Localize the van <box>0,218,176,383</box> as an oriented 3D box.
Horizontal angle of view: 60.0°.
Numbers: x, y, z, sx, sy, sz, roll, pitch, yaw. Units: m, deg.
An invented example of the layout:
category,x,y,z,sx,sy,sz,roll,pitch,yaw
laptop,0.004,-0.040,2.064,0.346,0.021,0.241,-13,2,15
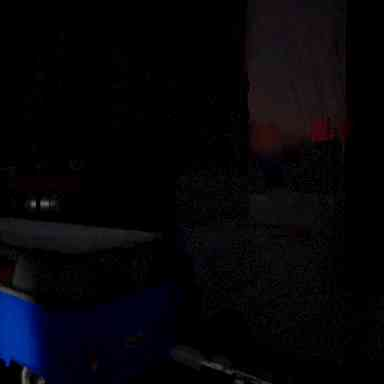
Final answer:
category,x,y,z,sx,sy,sz,roll,pitch,yaw
van,-2.111,1.319,4.582,3.998,1.788,1.690,0,0,35
